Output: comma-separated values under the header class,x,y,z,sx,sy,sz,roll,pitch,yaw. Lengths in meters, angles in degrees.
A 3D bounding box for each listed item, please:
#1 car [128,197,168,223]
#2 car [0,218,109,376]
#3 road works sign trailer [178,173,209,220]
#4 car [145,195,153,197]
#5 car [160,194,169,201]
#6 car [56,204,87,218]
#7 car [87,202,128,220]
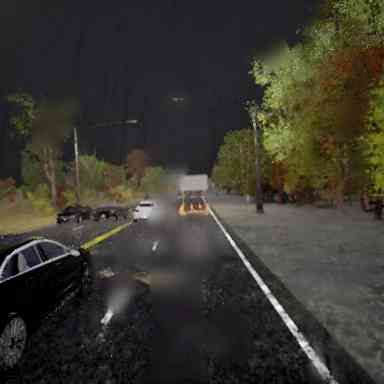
class,x,y,z,sx,sy,sz,roll,pitch,yaw
car,-2.958,1.338,23.432,1.812,1.442,4.674,0,1,0
car,-3.106,1.461,5.506,2.128,1.511,4.902,0,0,0
road works sign trailer,0.154,0.311,27.118,2.380,3.560,2.880,-3,1,1
car,-8.947,1.363,68.936,2.128,1.511,4.902,-3,1,1
car,-5.733,1.228,67.488,1.812,1.442,4.674,-3,1,1
car,-9.653,1.807,27.690,1.837,1.490,4.892,-3,1,1
car,-6.426,1.537,26.921,2.033,1.411,5.357,-1,-4,1
